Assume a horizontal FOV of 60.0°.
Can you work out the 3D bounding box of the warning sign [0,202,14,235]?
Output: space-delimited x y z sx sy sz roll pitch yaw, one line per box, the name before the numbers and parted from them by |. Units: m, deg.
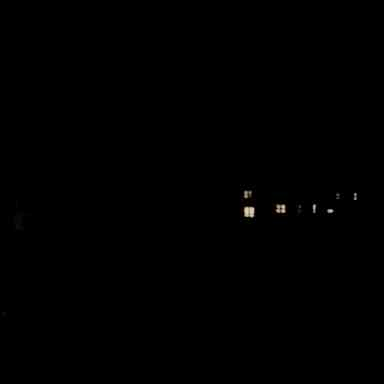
warning sign | -11.095 1.520 19.174 1.300 1.860 1.060 2 -2 -35
